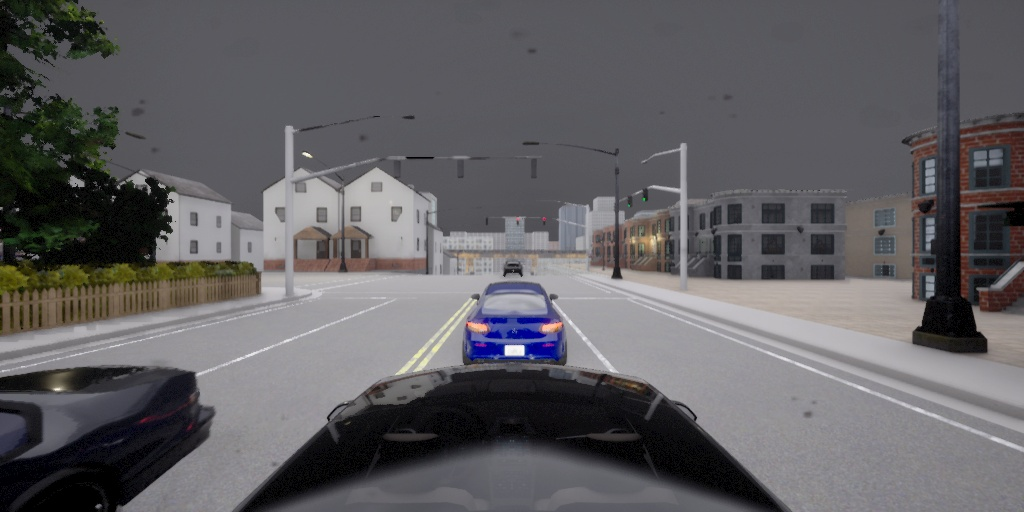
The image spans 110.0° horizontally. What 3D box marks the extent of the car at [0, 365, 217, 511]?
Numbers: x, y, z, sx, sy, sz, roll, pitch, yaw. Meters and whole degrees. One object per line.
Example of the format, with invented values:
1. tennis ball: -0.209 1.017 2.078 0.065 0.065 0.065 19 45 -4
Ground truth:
1. car: -3.595 1.298 0.810 2.033 1.411 5.357 0 0 0

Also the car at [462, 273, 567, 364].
1. car: 0.059 1.269 7.753 1.812 1.442 4.674 0 0 0

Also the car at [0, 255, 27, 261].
1. car: -44.713 0.942 30.666 5.566 2.045 2.150 0 0 0

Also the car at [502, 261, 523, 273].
1. car: 0.102 1.279 36.740 1.837 1.490 4.892 0 -2 0
